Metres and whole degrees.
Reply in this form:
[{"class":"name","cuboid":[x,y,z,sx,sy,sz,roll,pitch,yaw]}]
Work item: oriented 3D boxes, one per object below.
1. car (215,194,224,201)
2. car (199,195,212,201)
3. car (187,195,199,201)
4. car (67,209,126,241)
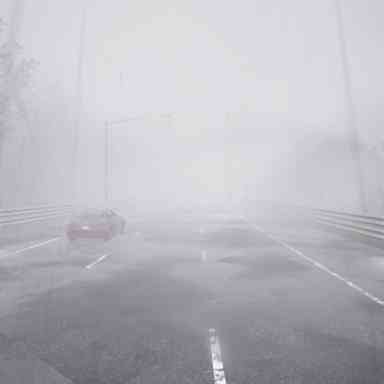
[{"class":"car","cuboid":[7.028,1.437,86.204,2.097,1.767,4.553,0,0,7]},{"class":"car","cuboid":[3.467,1.676,85.835,1.895,1.301,4.718,0,0,7]},{"class":"car","cuboid":[-0.063,1.621,85.755,2.033,1.411,5.357,0,0,7]},{"class":"car","cuboid":[-4.699,1.570,16.868,1.994,1.385,4.181,0,0,1]}]
